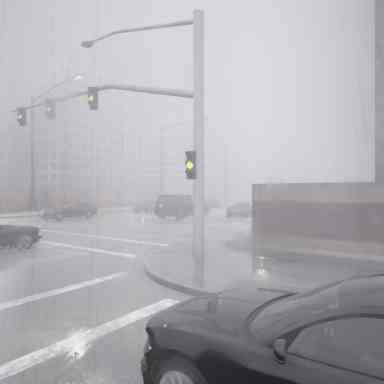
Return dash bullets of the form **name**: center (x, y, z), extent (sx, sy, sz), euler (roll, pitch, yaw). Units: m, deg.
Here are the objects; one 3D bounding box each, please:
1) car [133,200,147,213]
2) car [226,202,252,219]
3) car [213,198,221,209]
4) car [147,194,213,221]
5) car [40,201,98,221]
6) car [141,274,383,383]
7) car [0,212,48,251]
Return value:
- **car**: center (-4.172, 1.505, 35.566), extent (1.837, 1.490, 4.892), euler (0, 0, 36)
- **car**: center (4.796, 1.564, 29.701), extent (1.994, 1.385, 4.181), euler (0, 0, 36)
- **car**: center (1.997, 1.478, 44.022), extent (1.882, 1.535, 5.008), euler (0, 0, 36)
- **car**: center (-0.821, 1.221, 27.931), extent (2.150, 2.045, 5.566), euler (0, 0, 36)
- **car**: center (-10.099, 1.492, 27.428), extent (2.128, 1.511, 4.902), euler (0, 0, 34)
- **car**: center (1.741, 1.478, 2.764), extent (5.008, 1.535, 1.882), euler (0, 0, 37)
- **car**: center (-7.965, 1.601, 11.872), extent (1.895, 1.301, 4.718), euler (0, 0, 35)
